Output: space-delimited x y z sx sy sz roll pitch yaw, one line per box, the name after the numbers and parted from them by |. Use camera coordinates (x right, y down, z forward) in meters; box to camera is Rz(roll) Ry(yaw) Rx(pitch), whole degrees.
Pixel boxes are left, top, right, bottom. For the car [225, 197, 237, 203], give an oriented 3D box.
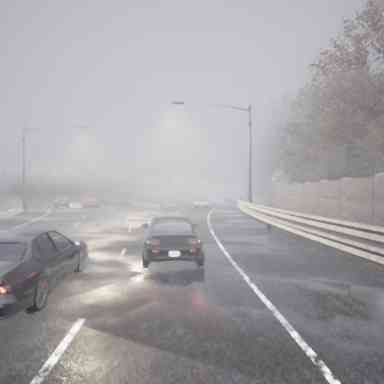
9.254 1.954 82.399 1.837 1.490 4.892 0 -3 13 | car

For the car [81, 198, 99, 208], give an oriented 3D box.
-14.279 1.510 46.383 1.994 1.385 4.181 0 0 -25 | car

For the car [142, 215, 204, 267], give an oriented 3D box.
-0.708 1.502 11.309 1.812 1.442 4.674 0 0 -6 | car

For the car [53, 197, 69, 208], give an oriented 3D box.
-18.627 1.451 47.320 2.128 1.511 4.902 0 0 -26 | car

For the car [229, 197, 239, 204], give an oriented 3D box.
11.659 2.321 92.516 2.097 1.767 4.553 0 -4 14 | car

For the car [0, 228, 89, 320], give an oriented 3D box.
-3.825 1.544 7.526 2.033 1.411 5.357 0 0 -5 | car

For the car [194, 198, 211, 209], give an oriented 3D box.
1.500 1.495 44.537 1.895 1.301 4.718 0 0 8 | car
